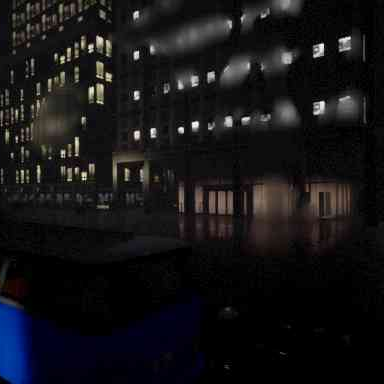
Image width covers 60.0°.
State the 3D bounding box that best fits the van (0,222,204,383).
[{"bbox_3d":[-1.774,1.342,4.150,3.998,1.788,1.690,0,0,36],"label":"van"}]
